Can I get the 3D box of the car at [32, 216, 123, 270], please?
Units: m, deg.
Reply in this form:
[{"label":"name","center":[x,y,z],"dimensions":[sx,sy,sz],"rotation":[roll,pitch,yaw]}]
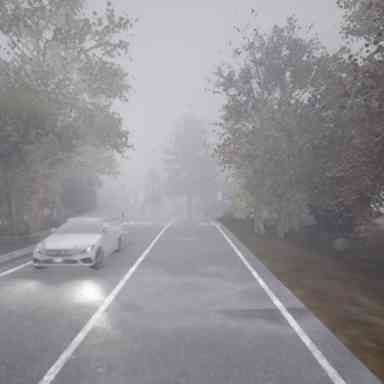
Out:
[{"label":"car","center":[-3.595,1.570,11.285],"dimensions":[1.812,1.442,4.674],"rotation":[0,0,0]}]
